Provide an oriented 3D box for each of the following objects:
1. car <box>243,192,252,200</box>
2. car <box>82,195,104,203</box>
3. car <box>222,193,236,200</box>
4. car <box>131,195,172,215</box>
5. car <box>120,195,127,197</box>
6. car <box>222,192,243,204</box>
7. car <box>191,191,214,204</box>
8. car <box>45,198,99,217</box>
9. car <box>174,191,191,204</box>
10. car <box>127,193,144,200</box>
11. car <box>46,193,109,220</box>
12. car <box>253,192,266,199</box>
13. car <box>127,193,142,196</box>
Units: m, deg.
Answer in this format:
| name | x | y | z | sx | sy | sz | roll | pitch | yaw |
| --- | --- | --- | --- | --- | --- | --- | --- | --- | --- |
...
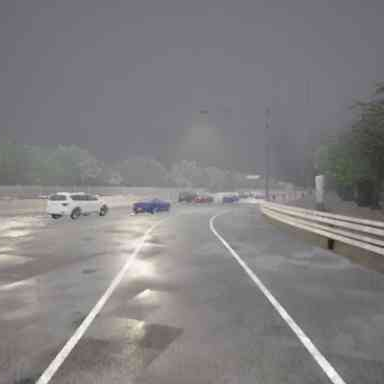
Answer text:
| name | x | y | z | sx | sy | sz | roll | pitch | yaw |
| --- | --- | --- | --- | --- | --- | --- | --- | --- | --- |
| car | 12.178 | 0.874 | 79.436 | 2.097 | 1.767 | 4.553 | 0 | 0 | 22 |
| car | -19.573 | 1.387 | 66.046 | 1.994 | 1.385 | 4.181 | 0 | 0 | 22 |
| car | 8.949 | 1.083 | 80.785 | 2.033 | 1.411 | 5.357 | 0 | 0 | 22 |
| car | -3.592 | 1.287 | 30.872 | 1.882 | 1.535 | 5.008 | 0 | 0 | 22 |
| car | -12.950 | 1.309 | 63.796 | 1.812 | 1.442 | 4.674 | 0 | 0 | 22 |
| car | 6.592 | 1.118 | 56.078 | 1.882 | 1.535 | 5.008 | 0 | 0 | 22 |
| car | 2.058 | 1.037 | 54.189 | 2.097 | 1.767 | 4.553 | 0 | 0 | 22 |
| car | -11.037 | 1.351 | 31.133 | 1.882 | 1.535 | 5.008 | 0 | 0 | 22 |
| car | -0.518 | 0.919 | 57.160 | 2.150 | 2.045 | 5.566 | 0 | 0 | 22 |
| car | -13.673 | 1.090 | 80.771 | 2.097 | 1.767 | 4.553 | 0 | 0 | 22 |
| car | -9.056 | 1.089 | 26.704 | 2.150 | 2.045 | 5.566 | 0 | 0 | 22 |
| car | 17.015 | 1.024 | 82.114 | 1.994 | 1.385 | 4.181 | 0 | 0 | 22 |
| car | -9.699 | 1.286 | 62.510 | 1.812 | 1.442 | 4.674 | 0 | 0 | 23 |
